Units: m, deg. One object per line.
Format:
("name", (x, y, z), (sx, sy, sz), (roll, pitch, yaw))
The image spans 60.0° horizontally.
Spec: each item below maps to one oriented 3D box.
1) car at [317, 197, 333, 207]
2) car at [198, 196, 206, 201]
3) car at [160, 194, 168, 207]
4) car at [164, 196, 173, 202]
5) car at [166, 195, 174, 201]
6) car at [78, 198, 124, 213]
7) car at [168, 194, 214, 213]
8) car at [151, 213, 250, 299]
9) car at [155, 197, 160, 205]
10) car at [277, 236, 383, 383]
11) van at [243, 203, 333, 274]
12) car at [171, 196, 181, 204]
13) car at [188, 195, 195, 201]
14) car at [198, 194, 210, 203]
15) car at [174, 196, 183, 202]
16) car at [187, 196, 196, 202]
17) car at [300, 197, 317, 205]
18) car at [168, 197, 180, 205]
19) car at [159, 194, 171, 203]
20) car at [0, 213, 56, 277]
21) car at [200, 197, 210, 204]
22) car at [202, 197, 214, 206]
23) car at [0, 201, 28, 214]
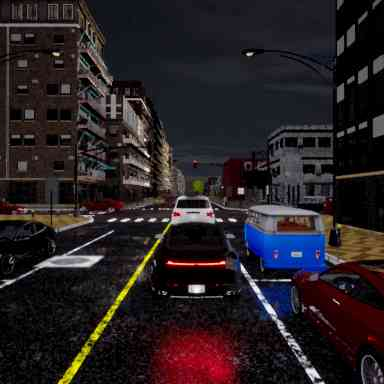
("car", (14.860, 1.359, 31.163), (5.009, 1.841, 2.192), (0, 0, 0))
("car", (2.516, 1.643, 88.268), (2.008, 1.369, 4.403), (0, 0, 0))
("car", (-3.200, 1.382, 50.102), (2.097, 1.767, 4.553), (0, 0, 0))
("car", (-5.854, 1.631, 82.712), (2.008, 1.369, 4.403), (0, 0, 0))
("car", (-5.864, 1.617, 88.081), (1.752, 1.417, 4.829), (0, 0, 0))
("car", (-10.099, 1.475, 36.840), (5.008, 1.535, 1.882), (0, 0, 0))
("car", (0.052, 1.225, 18.429), (2.150, 2.045, 5.566), (0, 0, 0))
("car", (0.081, 1.506, 8.429), (1.837, 1.490, 4.892), (0, 0, 0))
("car", (-5.809, 1.569, 60.385), (1.752, 1.417, 4.829), (0, 0, 0))
("car", (2.651, 1.582, 4.557), (1.802, 1.307, 4.206), (0, 0, 0))
("van", (2.640, 1.343, 10.247), (1.690, 1.788, 3.998), (0, 0, 0))
("car", (-3.151, 1.580, 68.101), (1.812, 1.442, 4.674), (0, 0, 0))
("car", (-0.184, 1.640, 91.839), (2.033, 1.411, 5.357), (0, 0, 0))
("car", (2.550, 1.376, 71.651), (2.192, 1.841, 5.009), (0, 0, 0))
("car", (-3.157, 1.624, 78.117), (1.994, 1.385, 4.181), (0, 0, 0))
("car", (-0.158, 1.614, 79.300), (2.033, 1.411, 5.357), (0, 0, 0))
("car", (13.365, 1.557, 36.942), (4.902, 1.511, 2.128), (0, 0, 0))
("car", (-3.194, 1.643, 59.045), (1.895, 1.301, 4.718), (0, 0, 0))
("car", (-5.831, 1.375, 71.634), (2.192, 1.841, 5.009), (0, 0, 0))
("car", (-5.708, 1.567, 10.255), (1.947, 1.339, 4.313), (0, 0, 0))
("car", (2.560, 1.634, 66.112), (1.802, 1.307, 4.206), (0, 0, 0))
("car", (2.582, 1.562, 55.203), (1.752, 1.417, 4.829), (0, 0, 0))
("car", (-17.528, 1.535, 31.018), (4.206, 1.307, 1.802), (0, 0, 0))
